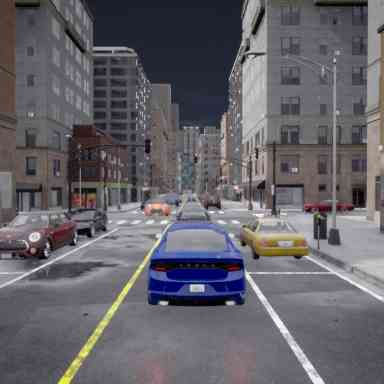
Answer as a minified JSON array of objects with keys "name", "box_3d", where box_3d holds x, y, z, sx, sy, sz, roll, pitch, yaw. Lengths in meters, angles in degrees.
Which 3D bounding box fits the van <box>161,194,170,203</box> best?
[{"name":"van","box_3d":[-5.787,1.402,72.490,1.690,1.788,3.998,-1,0,0]}]

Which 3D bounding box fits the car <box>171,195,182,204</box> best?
[{"name":"car","box_3d":[-3.116,1.410,67.849,2.097,1.767,4.553,0,0,0]}]

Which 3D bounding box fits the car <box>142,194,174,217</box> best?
[{"name":"car","box_3d":[-3.154,1.377,31.504,2.097,1.767,4.553,0,0,0]}]

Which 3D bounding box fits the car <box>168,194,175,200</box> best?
[{"name":"car","box_3d":[-5.818,1.513,94.832,1.967,1.590,4.097,-1,0,0]}]

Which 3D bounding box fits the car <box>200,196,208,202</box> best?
[{"name":"car","box_3d":[2.740,1.590,78.258,1.752,1.417,4.829,-1,0,0]}]

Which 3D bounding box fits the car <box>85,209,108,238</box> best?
[{"name":"car","box_3d":[-5.703,1.571,17.687,1.947,1.339,4.313,-1,0,0]}]

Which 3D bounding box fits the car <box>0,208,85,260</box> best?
[{"name":"car","box_3d":[-5.696,1.442,12.190,1.967,1.590,4.097,-1,0,0]}]

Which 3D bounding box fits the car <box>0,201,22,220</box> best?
[{"name":"car","box_3d":[-18.071,1.664,29.470,5.008,1.535,1.882,-1,1,-1]}]

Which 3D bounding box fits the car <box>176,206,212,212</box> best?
[{"name":"car","box_3d":[0.074,1.606,17.472,1.895,1.301,4.718,0,0,0]}]

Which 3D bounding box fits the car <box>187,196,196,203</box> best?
[{"name":"car","box_3d":[-0.110,1.579,74.002,2.128,1.511,4.902,0,0,0]}]

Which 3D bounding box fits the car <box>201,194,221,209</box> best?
[{"name":"car","box_3d":[2.780,1.351,44.572,2.192,1.841,5.009,-1,0,0]}]

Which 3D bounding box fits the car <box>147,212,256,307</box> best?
[{"name":"car","box_3d":[0.085,1.478,8.109,1.882,1.535,5.008,0,0,0]}]

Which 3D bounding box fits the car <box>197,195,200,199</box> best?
[{"name":"car","box_3d":[2.752,1.372,66.916,2.192,1.841,5.009,-1,0,0]}]

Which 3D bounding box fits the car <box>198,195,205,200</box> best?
[{"name":"car","box_3d":[2.721,1.624,94.845,2.008,1.369,4.403,-1,0,0]}]

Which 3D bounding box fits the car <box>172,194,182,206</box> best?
[{"name":"car","box_3d":[-3.170,1.269,52.494,2.150,2.045,5.566,0,0,0]}]

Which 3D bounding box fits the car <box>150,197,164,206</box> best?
[{"name":"car","box_3d":[-5.760,1.573,55.562,1.752,1.417,4.829,-1,0,0]}]

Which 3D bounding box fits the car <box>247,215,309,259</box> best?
[{"name":"car","box_3d":[2.830,1.527,12.374,1.752,1.417,4.829,-1,0,0]}]

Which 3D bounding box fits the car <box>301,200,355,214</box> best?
[{"name":"car","box_3d":[13.311,1.458,32.830,4.718,1.301,1.895,-1,1,-1]}]

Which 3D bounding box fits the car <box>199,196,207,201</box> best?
[{"name":"car","box_3d":[2.734,1.634,83.673,1.947,1.339,4.313,-1,0,0]}]

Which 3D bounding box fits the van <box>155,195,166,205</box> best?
[{"name":"van","box_3d":[-5.770,1.394,61.318,1.690,1.788,3.998,-1,0,0]}]

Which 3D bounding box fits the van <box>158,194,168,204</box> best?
[{"name":"van","box_3d":[-5.779,1.398,66.904,1.690,1.788,3.998,-1,0,0]}]

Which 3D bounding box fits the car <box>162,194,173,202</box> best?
[{"name":"car","box_3d":[-5.795,1.380,78.076,2.192,1.841,5.009,-1,0,0]}]
